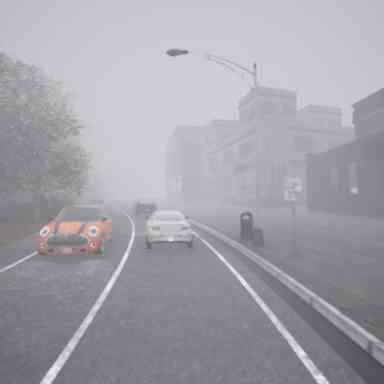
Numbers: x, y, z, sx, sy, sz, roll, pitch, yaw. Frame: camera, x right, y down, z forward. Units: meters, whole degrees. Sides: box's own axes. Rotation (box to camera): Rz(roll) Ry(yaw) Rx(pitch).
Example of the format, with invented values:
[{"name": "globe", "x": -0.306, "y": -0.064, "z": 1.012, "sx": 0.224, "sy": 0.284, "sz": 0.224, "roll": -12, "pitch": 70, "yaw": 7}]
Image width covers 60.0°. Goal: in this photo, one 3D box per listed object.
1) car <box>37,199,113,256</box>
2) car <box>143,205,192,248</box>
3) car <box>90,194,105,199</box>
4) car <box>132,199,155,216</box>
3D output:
[{"name": "car", "x": -4.331, "y": 1.306, "z": 12.986, "sx": 2.097, "sy": 1.767, "sz": 4.553, "roll": 0, "pitch": 0, "yaw": -7}, {"name": "car", "x": -1.081, "y": 1.503, "z": 14.595, "sx": 1.812, "sy": 1.442, "sz": 4.674, "roll": 1, "pitch": 0, "yaw": -7}, {"name": "car", "x": -14.828, "y": 1.179, "z": 52.194, "sx": 1.837, "sy": 1.490, "sz": 4.892, "roll": 1, "pitch": 0, "yaw": -18}, {"name": "car", "x": -4.601, "y": 1.425, "z": 31.914, "sx": 1.882, "sy": 1.535, "sz": 5.008, "roll": 1, "pitch": 0, "yaw": -15}]
